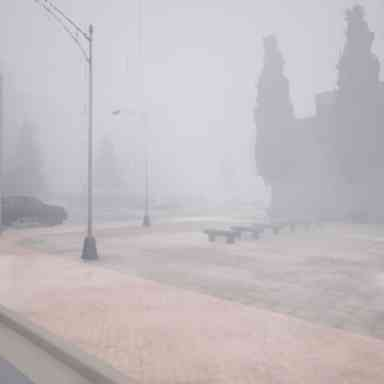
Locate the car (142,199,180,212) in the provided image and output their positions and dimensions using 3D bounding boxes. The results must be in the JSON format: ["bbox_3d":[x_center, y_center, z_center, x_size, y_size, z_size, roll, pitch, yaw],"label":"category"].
[{"bbox_3d":[-3.422,1.671,41.079,1.812,1.442,4.674,0,0,41],"label":"car"}]

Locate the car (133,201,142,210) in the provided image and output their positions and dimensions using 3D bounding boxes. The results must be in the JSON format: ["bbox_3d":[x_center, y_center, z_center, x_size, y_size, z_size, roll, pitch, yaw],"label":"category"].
[{"bbox_3d":[-5.573,1.650,43.956,1.837,1.490,4.892,0,0,41],"label":"car"}]

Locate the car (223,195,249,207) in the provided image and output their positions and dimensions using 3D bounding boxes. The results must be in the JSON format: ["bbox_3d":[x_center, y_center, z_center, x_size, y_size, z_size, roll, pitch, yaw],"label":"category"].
[{"bbox_3d":[7.648,1.773,58.949,2.128,1.511,4.902,0,0,41],"label":"car"}]

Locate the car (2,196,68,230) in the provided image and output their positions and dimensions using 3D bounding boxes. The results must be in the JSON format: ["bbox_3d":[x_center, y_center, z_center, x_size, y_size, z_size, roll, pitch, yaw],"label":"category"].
[{"bbox_3d":[-11.109,1.255,21.875,2.150,2.045,5.566,-1,-1,42],"label":"car"}]

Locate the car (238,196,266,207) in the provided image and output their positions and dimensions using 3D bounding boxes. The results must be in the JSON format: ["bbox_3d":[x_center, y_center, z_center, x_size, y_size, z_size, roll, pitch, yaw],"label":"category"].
[{"bbox_3d":[10.227,1.844,56.582,1.994,1.385,4.181,0,0,41],"label":"car"}]
